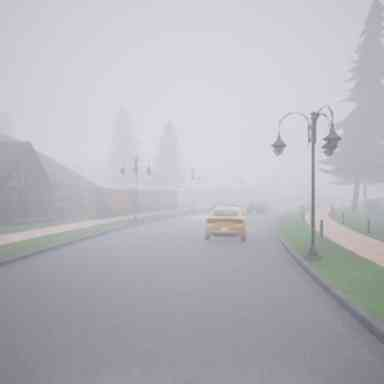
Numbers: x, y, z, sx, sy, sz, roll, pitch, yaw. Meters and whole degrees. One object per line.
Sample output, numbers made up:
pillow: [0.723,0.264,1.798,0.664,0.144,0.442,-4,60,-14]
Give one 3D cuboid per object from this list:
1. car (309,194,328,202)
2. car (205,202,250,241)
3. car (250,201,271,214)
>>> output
car: [26.611,1.459,70.773,1.994,1.385,4.181,0,0,44]
car: [1.864,1.494,17.085,1.882,1.535,5.008,0,0,10]
car: [7.149,1.647,35.292,1.895,1.301,4.718,0,0,22]
